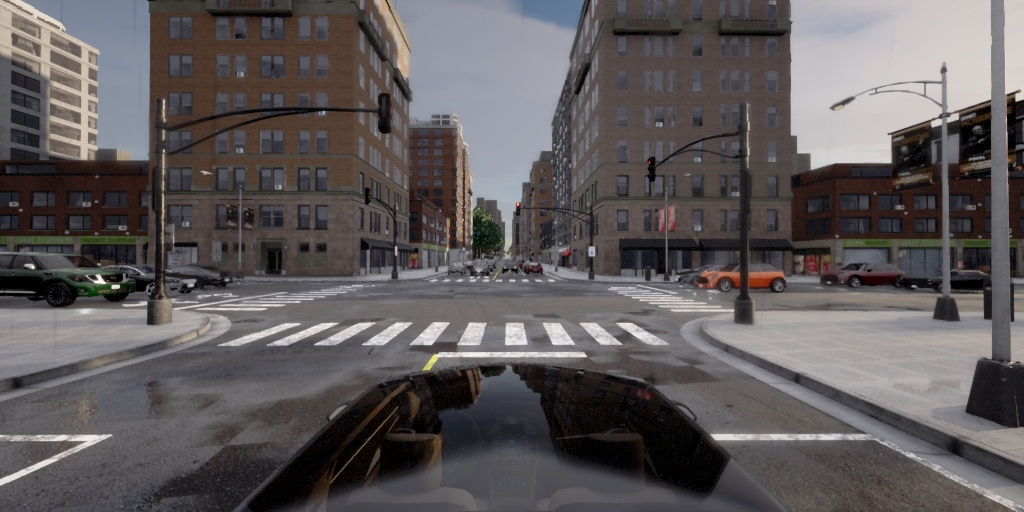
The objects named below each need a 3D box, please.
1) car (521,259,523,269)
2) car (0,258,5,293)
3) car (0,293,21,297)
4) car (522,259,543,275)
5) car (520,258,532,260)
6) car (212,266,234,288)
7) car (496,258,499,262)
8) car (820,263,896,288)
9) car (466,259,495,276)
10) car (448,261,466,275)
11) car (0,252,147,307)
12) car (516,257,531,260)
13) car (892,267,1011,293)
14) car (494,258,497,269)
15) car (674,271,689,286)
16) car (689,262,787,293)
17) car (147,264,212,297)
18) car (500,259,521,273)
[{"bbox_3d":[2.400,1.355,45.454,1.948,1.339,4.313,0,0,-1],"label":"car"},{"bbox_3d":[-28.382,0.978,17.397,4.553,1.767,2.097,0,0,-1],"label":"car"},{"bbox_3d":[-5.855,1.190,1.494,1.967,1.591,4.097,0,0,0],"label":"car"},{"bbox_3d":[2.463,1.325,39.947,1.888,1.381,4.507,0,0,-1],"label":"car"},{"bbox_3d":[2.335,1.326,51.131,1.751,1.417,4.829,0,0,-1],"label":"car"},{"bbox_3d":[-18.914,1.214,20.917,4.674,1.442,1.812,0,0,0],"label":"car"},{"bbox_3d":[-3.485,1.322,57.784,1.837,1.490,4.892,0,0,0],"label":"car"},{"bbox_3d":[23.889,1.255,24.500,4.553,1.767,2.097,0,0,0],"label":"car"},{"bbox_3d":[-3.266,1.268,37.599,2.128,1.511,4.902,0,0,0],"label":"car"},{"bbox_3d":[-6.062,1.330,39.854,2.007,1.370,4.403,0,0,-1],"label":"car"},{"bbox_3d":[-18.473,0.859,14.224,5.566,2.045,2.150,0,0,0],"label":"car"},{"bbox_3d":[2.275,1.129,56.467,2.192,1.841,5.009,0,0,-1],"label":"car"},{"bbox_3d":[26.051,1.487,21.266,4.718,1.301,1.895,0,0,0],"label":"car"},{"bbox_3d":[-3.374,1.340,47.403,2.033,1.411,5.357,0,0,-1],"label":"car"},{"bbox_3d":[13.692,1.348,24.438,4.902,1.511,2.128,0,0,0],"label":"car"},{"bbox_3d":[13.392,1.181,21.170,4.553,1.767,2.097,0,0,0],"label":"car"},{"bbox_3d":[-18.124,1.156,17.469,4.902,1.511,2.128,0,0,-1],"label":"car"},{"bbox_3d":[-0.208,1.389,44.669,1.895,1.301,4.718,0,0,0],"label":"car"}]
